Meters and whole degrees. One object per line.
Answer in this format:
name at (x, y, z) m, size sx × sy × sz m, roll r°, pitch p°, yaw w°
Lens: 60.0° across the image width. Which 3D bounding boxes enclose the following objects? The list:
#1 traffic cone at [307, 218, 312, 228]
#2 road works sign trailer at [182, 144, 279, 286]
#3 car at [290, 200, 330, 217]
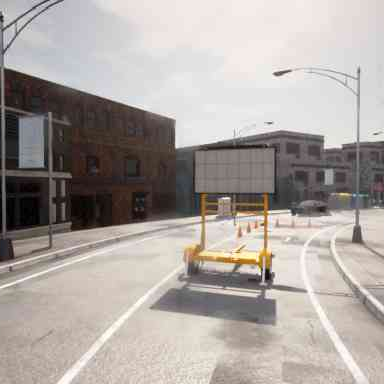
traffic cone at (7.479, 1.982, 21.165) m, size 0.340 × 0.580 × 0.340 m, roll 1°, pitch 0°, yaw 22°
road works sign trailer at (1.250, 0.462, 9.687) m, size 2.380 × 3.560 × 2.880 m, roll 0°, pitch 0°, yaw 20°
car at (11.321, 1.490, 31.731) m, size 5.008 × 1.535 × 1.882 m, roll 0°, pitch 1°, yaw -42°
